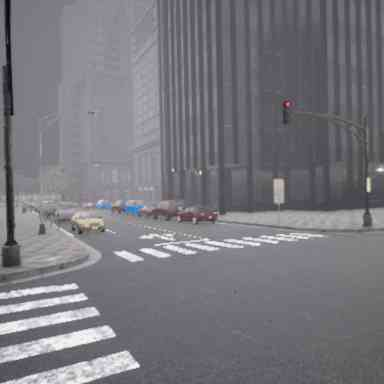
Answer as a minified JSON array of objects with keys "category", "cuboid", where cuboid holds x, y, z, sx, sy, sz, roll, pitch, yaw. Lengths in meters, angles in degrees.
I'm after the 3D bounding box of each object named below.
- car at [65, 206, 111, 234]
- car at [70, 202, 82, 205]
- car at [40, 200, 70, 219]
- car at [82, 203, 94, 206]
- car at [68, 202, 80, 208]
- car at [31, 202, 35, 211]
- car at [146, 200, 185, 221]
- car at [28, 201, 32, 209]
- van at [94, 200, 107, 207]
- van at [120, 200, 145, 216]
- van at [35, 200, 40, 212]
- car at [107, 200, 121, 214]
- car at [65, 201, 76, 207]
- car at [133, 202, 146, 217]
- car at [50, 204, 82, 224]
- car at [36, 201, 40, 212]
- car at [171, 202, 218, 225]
[{"category":"car","cuboid":[-7.116,1.939,22.518,1.752,1.417,4.829,-2,0,-28]},{"category":"car","cuboid":[-26.084,2.939,75.836,1.947,1.339,4.313,-2,0,-28]},{"category":"car","cuboid":[-16.453,2.137,39.882,2.192,1.841,5.009,-2,0,-28]},{"category":"car","cuboid":[-18.699,2.639,62.090,1.802,1.307,4.206,-2,0,-28]},{"category":"car","cuboid":[-28.546,3.041,80.420,1.947,1.339,4.313,-2,0,-28]},{"category":"car","cuboid":[-28.092,2.765,61.556,1.967,1.590,4.097,-2,0,-28]},{"category":"car","cuboid":[-2.094,1.651,31.180,2.192,1.841,5.009,-2,0,-28]},{"category":"car","cuboid":[-35.723,3.193,75.766,1.887,1.381,4.507,-2,0,-28]},{"category":"van","cuboid":[-14.103,2.201,53.597,1.690,1.788,3.998,-2,0,-28]},{"category":"van","cuboid":[-6.897,1.888,40.147,1.690,1.788,3.998,-2,0,-28]},{"category":"van","cuboid":[-23.388,2.463,52.792,1.690,1.788,3.998,-2,0,-28]},{"category":"car","cuboid":[-9.300,1.966,44.630,2.192,1.841,5.009,-2,0,-28]},{"category":"car","cuboid":[-31.008,3.128,85.001,2.008,1.369,4.403,-2,0,-28]},{"category":"car","cuboid":[-4.485,2.023,35.663,1.802,1.307,4.206,-2,0,-28]},{"category":"car","cuboid":[-11.819,2.171,31.274,2.008,1.369,4.403,-2,0,-28]},{"category":"car","cuboid":[-21.072,2.462,48.488,1.967,1.590,4.097,-2,0,-28]},{"category":"car","cuboid":[0.318,1.775,26.696,1.887,1.381,4.507,-2,0,-28]}]
